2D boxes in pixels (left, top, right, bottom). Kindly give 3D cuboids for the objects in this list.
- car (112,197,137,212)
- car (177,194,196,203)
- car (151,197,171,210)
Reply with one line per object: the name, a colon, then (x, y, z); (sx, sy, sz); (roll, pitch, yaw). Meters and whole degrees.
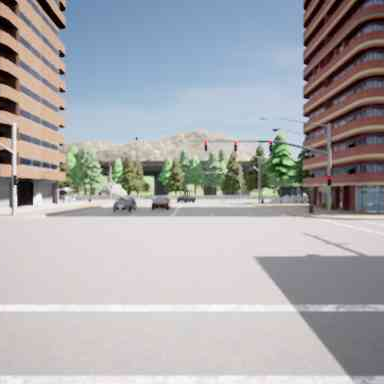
car: (-7.063, 1.302, 35.287); (2.128, 1.511, 4.902); (0, 0, 0)
car: (-1.080, 1.157, 59.854); (2.128, 1.511, 4.902); (0, 1, -27)
car: (-3.542, 1.270, 38.609); (1.882, 1.535, 5.008); (0, 0, 0)
